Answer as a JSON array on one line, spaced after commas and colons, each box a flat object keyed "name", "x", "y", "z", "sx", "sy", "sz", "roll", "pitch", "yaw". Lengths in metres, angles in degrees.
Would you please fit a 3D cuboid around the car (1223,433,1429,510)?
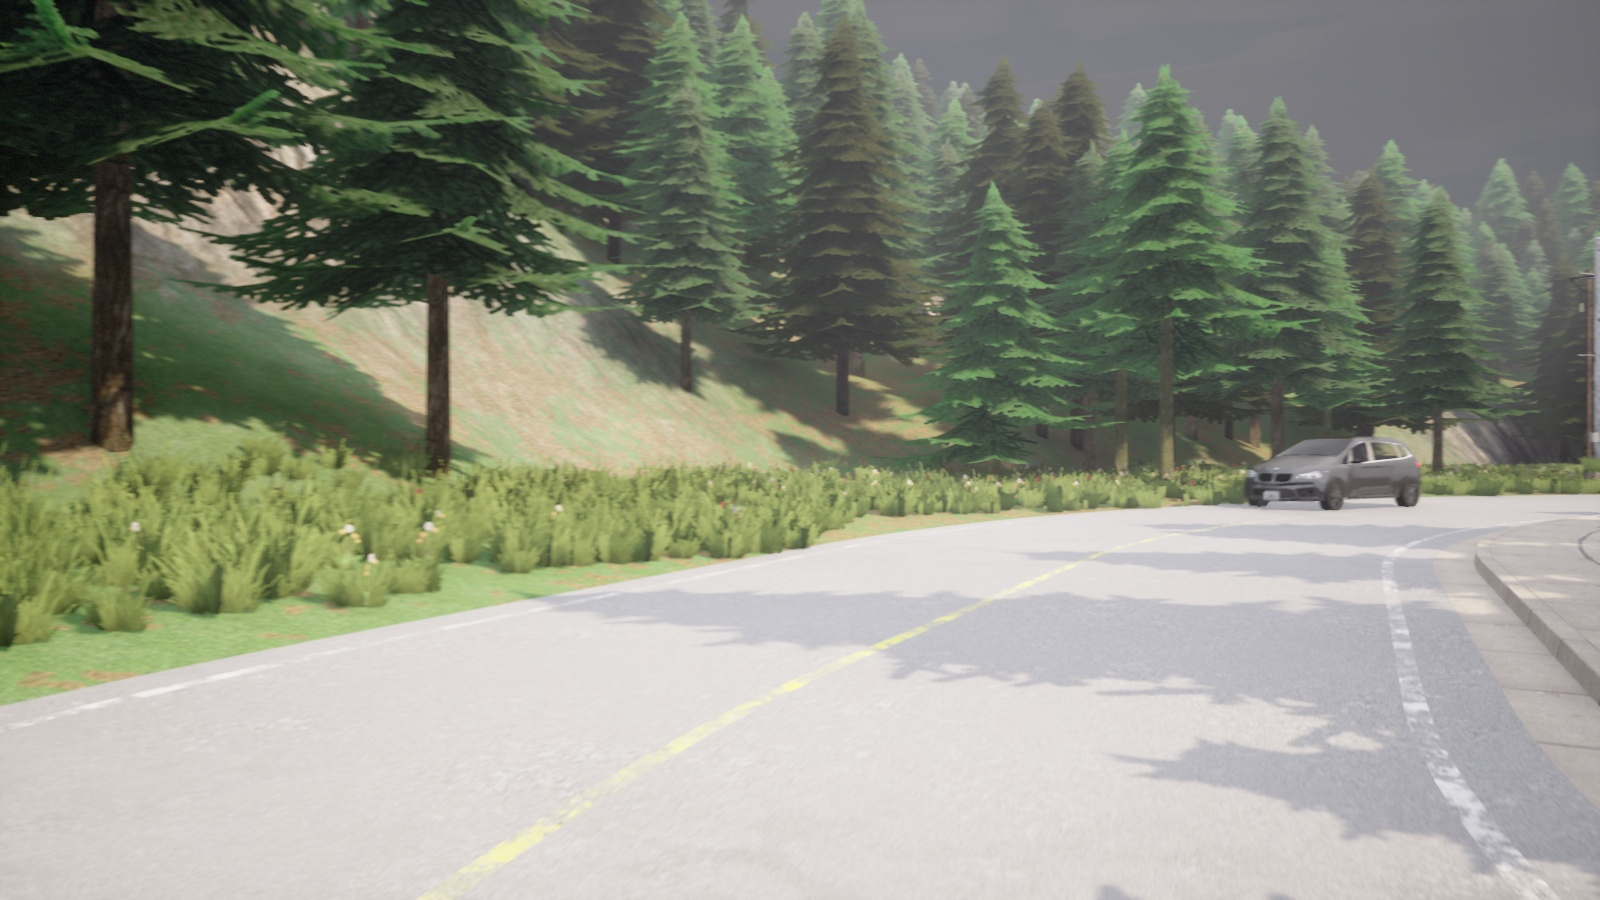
[{"name": "car", "x": 12.314, "y": 0.456, "z": 29.318, "sx": 4.611, "sy": 1.667, "sz": 2.242, "roll": 0, "pitch": 0, "yaw": -34}]
